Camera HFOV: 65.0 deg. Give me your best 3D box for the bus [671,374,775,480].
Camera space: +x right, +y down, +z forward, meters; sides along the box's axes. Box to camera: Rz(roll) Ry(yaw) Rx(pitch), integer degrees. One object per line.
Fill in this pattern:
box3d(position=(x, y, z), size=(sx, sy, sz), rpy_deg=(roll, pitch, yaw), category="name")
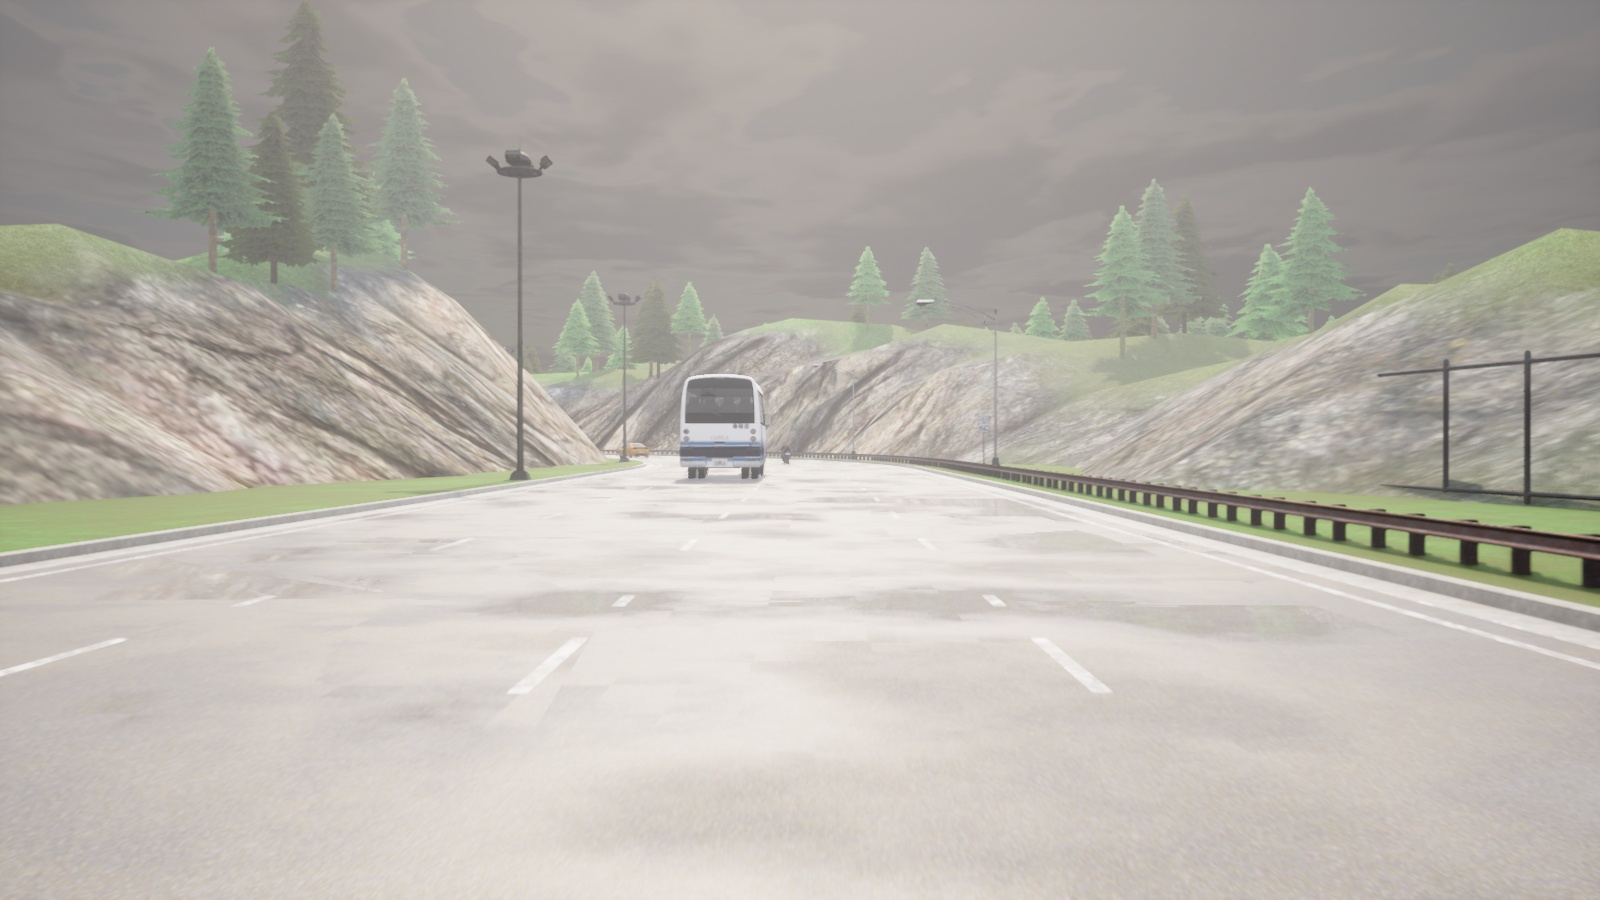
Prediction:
box3d(position=(-3.195, -0.946, 55.598), size=(3.944, 4.253, 10.273), rpy_deg=(0, 0, 0), category="bus")
